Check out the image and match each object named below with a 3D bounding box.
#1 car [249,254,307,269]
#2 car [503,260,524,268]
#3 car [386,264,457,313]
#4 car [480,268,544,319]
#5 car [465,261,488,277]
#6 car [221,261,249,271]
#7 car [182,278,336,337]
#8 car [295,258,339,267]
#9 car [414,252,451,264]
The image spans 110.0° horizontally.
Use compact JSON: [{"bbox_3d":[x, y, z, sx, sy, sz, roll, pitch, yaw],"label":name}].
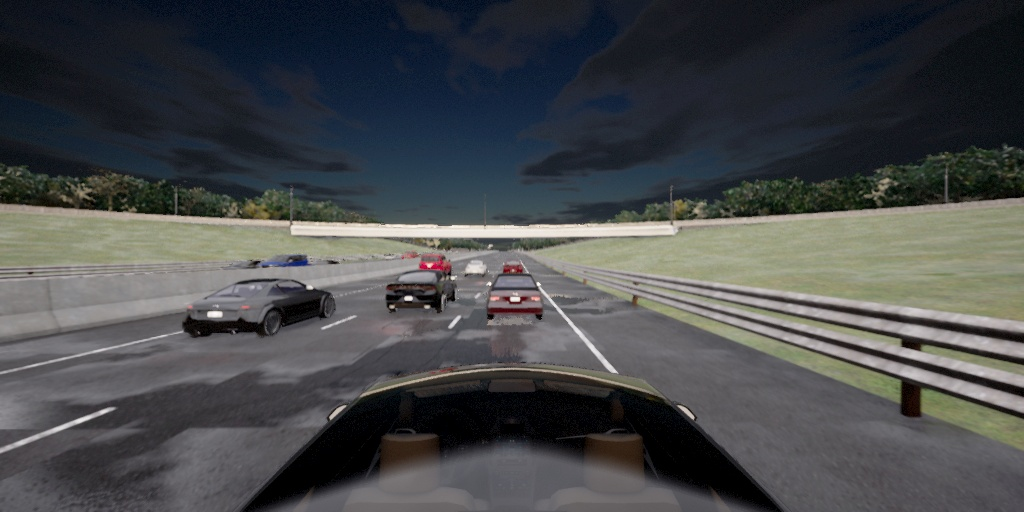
[{"bbox_3d":[-21.086,0.881,33.263,2.150,2.045,5.566,0,1,0],"label":"car"},{"bbox_3d":[0.112,1.110,34.903,1.882,1.535,5.008,0,1,0],"label":"car"},{"bbox_3d":[-3.396,1.247,14.258,1.882,1.535,5.008,0,0,0],"label":"car"},{"bbox_3d":[0.091,1.313,12.940,2.033,1.411,5.357,0,0,0],"label":"car"},{"bbox_3d":[-3.388,1.165,34.498,1.812,1.442,4.674,0,1,0],"label":"car"},{"bbox_3d":[-24.584,1.164,33.314,1.837,1.490,4.892,0,1,0],"label":"car"},{"bbox_3d":[-6.897,1.328,10.331,1.994,1.385,4.181,0,0,0],"label":"car"},{"bbox_3d":[-17.584,1.163,33.318,1.837,1.490,4.892,0,1,0],"label":"car"},{"bbox_3d":[-6.890,0.888,32.552,2.150,2.045,5.566,0,1,0],"label":"car"}]
